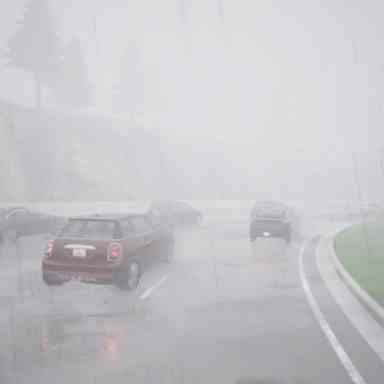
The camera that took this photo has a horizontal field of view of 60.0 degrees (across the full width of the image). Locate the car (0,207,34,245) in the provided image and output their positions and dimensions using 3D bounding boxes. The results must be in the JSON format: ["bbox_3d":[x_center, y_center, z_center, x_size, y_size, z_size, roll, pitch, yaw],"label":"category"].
[{"bbox_3d":[-7.805,1.415,15.092,2.128,1.511,4.902,0,0,18],"label":"car"}]

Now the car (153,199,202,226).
[{"bbox_3d":[-1.088,1.340,21.281,2.097,1.767,4.553,1,0,27],"label":"car"}]

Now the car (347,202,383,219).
[{"bbox_3d":[16.481,1.683,31.520,4.674,1.442,1.812,1,0,-38],"label":"car"}]

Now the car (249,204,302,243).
[{"bbox_3d":[4.186,1.544,16.445,1.837,1.490,4.892,0,0,24],"label":"car"}]

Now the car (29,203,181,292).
[{"bbox_3d":[-1.971,1.332,9.220,2.097,1.767,4.553,1,0,12],"label":"car"}]

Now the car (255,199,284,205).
[{"bbox_3d":[6.463,1.413,26.502,2.097,1.767,4.553,1,0,37],"label":"car"}]
